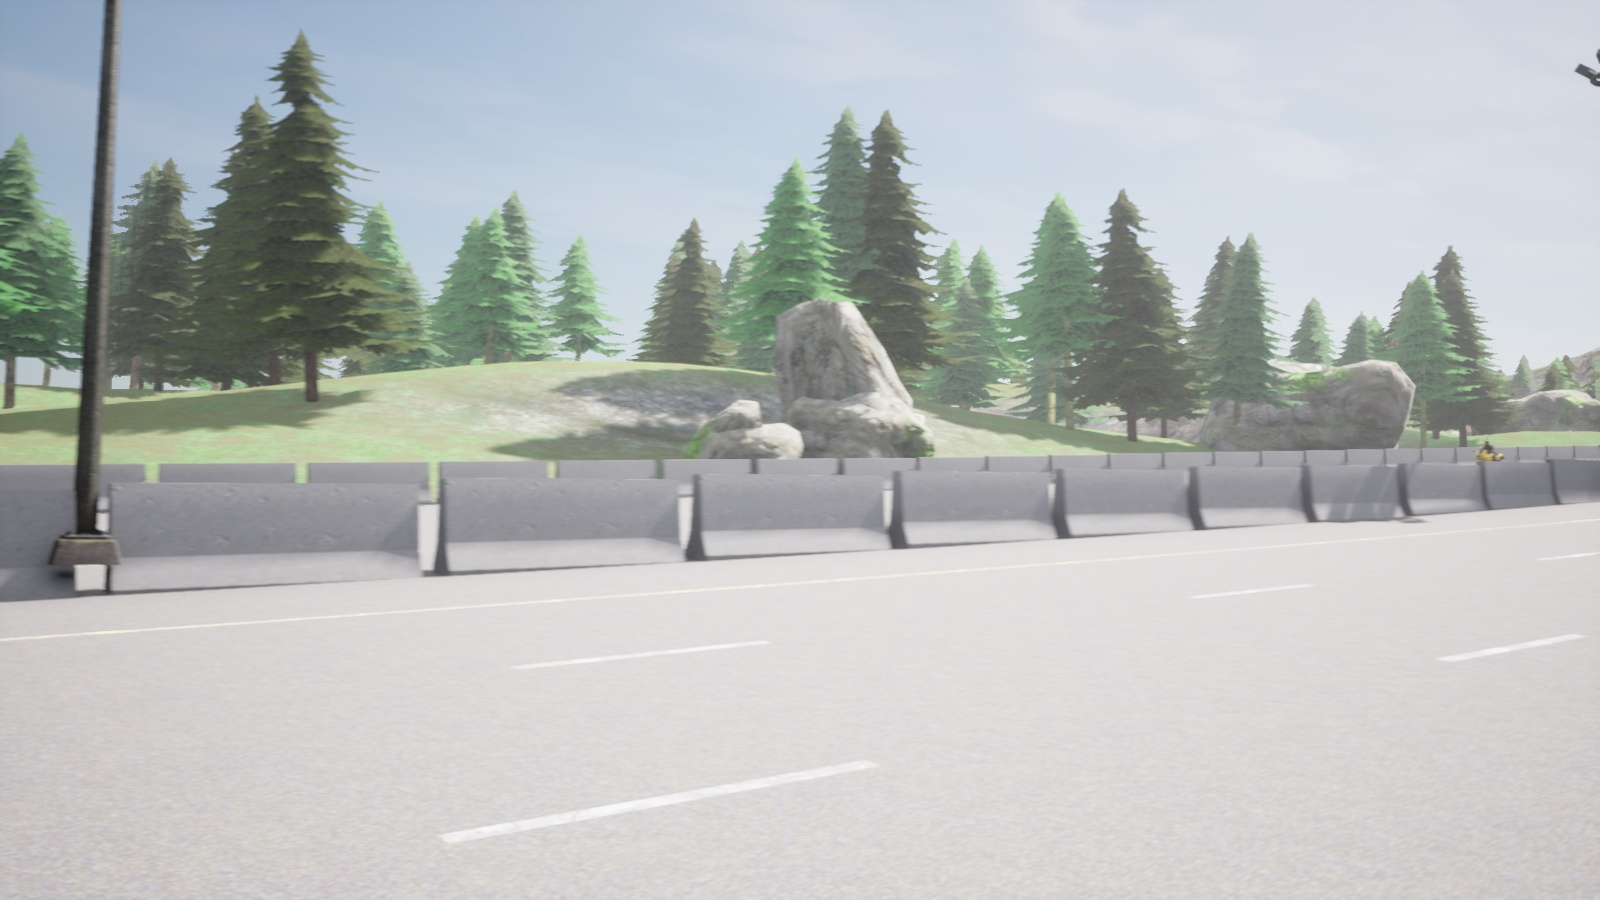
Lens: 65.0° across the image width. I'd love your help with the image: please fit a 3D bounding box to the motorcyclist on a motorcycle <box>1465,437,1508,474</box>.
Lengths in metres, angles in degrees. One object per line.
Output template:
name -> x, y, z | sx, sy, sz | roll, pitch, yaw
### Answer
motorcyclist on a motorcycle -> 29.569, 0.220, 54.091 | 2.044, 1.523, 0.797 | -1, 0, -35
